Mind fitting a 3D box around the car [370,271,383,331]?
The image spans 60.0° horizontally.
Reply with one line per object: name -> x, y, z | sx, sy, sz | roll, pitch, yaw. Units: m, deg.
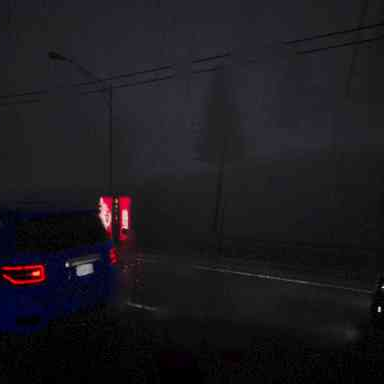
car -> 4.986, 1.351, 4.448 | 4.553, 1.767, 2.097 | 0, 0, 37

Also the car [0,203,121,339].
car -> -3.884, 1.223, 6.214 | 5.566, 2.045, 2.150 | 0, 0, 30

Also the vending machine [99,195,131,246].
vending machine -> -3.374, 1.196, 14.620 | 0.880, 2.100, 1.100 | 0, 0, 28
